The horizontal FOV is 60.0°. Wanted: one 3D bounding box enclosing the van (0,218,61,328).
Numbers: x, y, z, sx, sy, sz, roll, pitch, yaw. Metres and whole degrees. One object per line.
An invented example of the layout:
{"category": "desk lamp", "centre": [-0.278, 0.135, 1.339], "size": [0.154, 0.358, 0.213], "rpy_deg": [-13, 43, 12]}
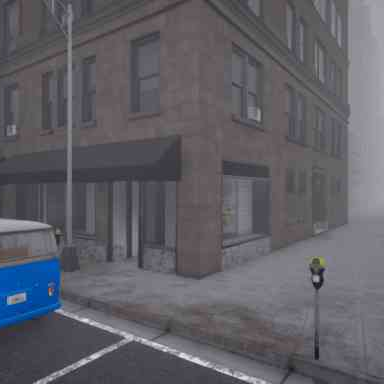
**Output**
{"category": "van", "centre": [-4.088, 1.340, 5.994], "size": [3.998, 1.788, 1.690], "rpy_deg": [0, 0, 35]}
